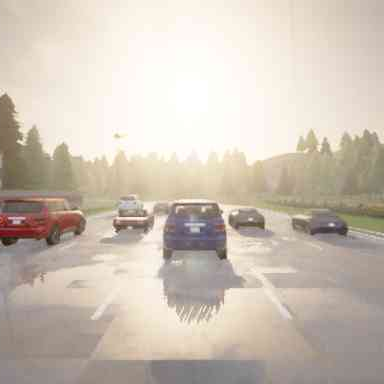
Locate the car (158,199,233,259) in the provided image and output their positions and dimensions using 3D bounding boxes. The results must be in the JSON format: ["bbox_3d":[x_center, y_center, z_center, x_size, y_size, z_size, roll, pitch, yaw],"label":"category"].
[{"bbox_3d":[0.095,1.275,13.024,2.150,2.045,5.566,0,0,0],"label":"car"}]

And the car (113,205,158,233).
[{"bbox_3d":[-3.409,1.683,20.468,1.895,1.301,4.718,0,0,0],"label":"car"}]

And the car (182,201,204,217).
[{"bbox_3d":[0.086,1.683,34.017,2.033,1.411,5.357,0,0,0],"label":"car"}]

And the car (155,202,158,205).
[{"bbox_3d":[-3.455,1.722,39.380,1.994,1.385,4.181,0,0,-1],"label":"car"}]

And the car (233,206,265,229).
[{"bbox_3d":[3.591,1.654,22.415,1.994,1.385,4.181,0,0,0],"label":"car"}]

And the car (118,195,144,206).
[{"bbox_3d":[-6.927,1.375,38.100,2.150,2.045,5.566,0,0,-1],"label":"car"}]

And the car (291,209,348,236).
[{"bbox_3d":[7.092,1.640,18.898,1.994,1.385,4.181,0,0,0],"label":"car"}]

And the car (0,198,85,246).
[{"bbox_3d":[-6.908,1.286,15.816,2.150,2.045,5.566,0,0,0],"label":"car"}]
